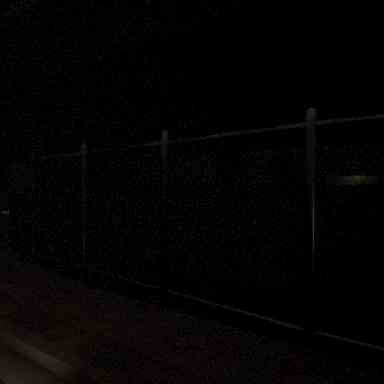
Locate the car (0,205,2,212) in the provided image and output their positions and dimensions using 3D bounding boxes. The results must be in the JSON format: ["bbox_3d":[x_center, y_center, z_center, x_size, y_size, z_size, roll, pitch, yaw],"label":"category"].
[{"bbox_3d":[-18.371,1.282,28.381,2.128,1.511,4.902,0,0,5],"label":"car"}]
